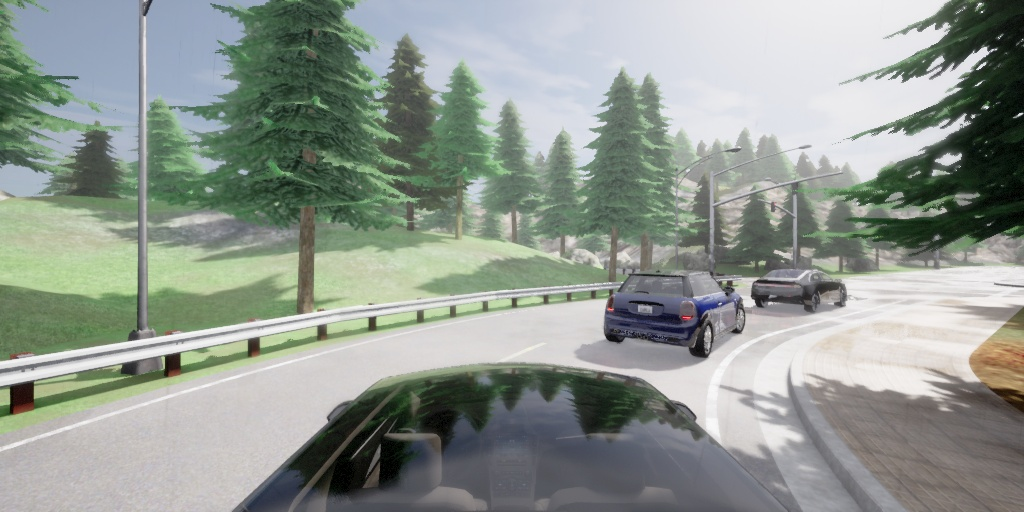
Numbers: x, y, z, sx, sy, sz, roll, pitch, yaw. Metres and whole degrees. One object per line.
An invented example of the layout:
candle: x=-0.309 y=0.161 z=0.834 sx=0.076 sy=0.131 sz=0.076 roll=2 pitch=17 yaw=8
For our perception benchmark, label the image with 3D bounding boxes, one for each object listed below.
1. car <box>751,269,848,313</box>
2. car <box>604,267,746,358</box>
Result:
car: x=11.341 y=1.256 z=14.091 sx=4.902 sy=1.511 sz=2.128 roll=0 pitch=0 yaw=-32
car: x=4.162 y=1.109 z=8.877 sx=2.097 sy=1.767 sz=4.553 roll=0 pitch=0 yaw=43
